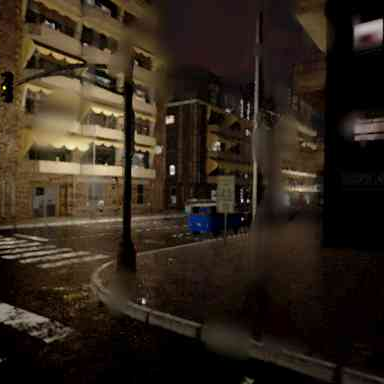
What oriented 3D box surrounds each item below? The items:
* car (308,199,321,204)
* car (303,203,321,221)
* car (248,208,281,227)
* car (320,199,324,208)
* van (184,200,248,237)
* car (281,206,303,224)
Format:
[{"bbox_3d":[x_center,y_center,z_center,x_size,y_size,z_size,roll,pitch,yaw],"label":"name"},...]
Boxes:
[{"bbox_3d":[23.267,2.606,64.886,1.802,1.307,4.206,0,-1,35],"label":"car"},{"bbox_3d":[10.910,2.079,32.976,2.008,1.369,4.403,0,-1,35],"label":"car"},{"bbox_3d":[4.510,1.881,23.933,1.947,1.339,4.313,0,-1,35],"label":"car"},{"bbox_3d":[26.469,2.445,69.411,2.192,1.841,5.009,0,-1,35],"label":"car"},{"bbox_3d":[1.450,1.553,19.316,1.690,1.788,3.998,0,-1,35],"label":"van"},{"bbox_3d":[7.709,2.004,28.454,1.802,1.307,4.206,0,-1,35],"label":"car"}]
